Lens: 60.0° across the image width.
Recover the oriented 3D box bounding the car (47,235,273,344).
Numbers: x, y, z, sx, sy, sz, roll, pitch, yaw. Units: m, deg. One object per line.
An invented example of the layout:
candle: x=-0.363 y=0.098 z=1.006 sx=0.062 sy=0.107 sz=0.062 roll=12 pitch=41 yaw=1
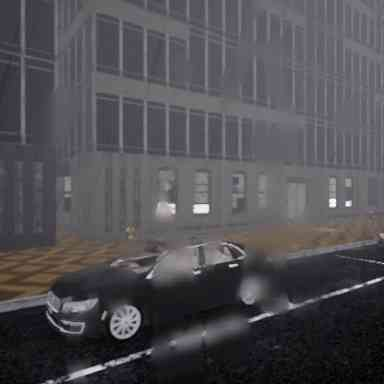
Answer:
car: x=-0.357 y=1.550 z=6.305 sx=4.403 sy=1.369 sz=2.008 roll=0 pitch=0 yaw=-36

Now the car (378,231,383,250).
car: x=8.911 y=1.580 z=12.917 sx=4.206 sy=1.307 sz=1.802 roll=0 pitch=0 yaw=-36
